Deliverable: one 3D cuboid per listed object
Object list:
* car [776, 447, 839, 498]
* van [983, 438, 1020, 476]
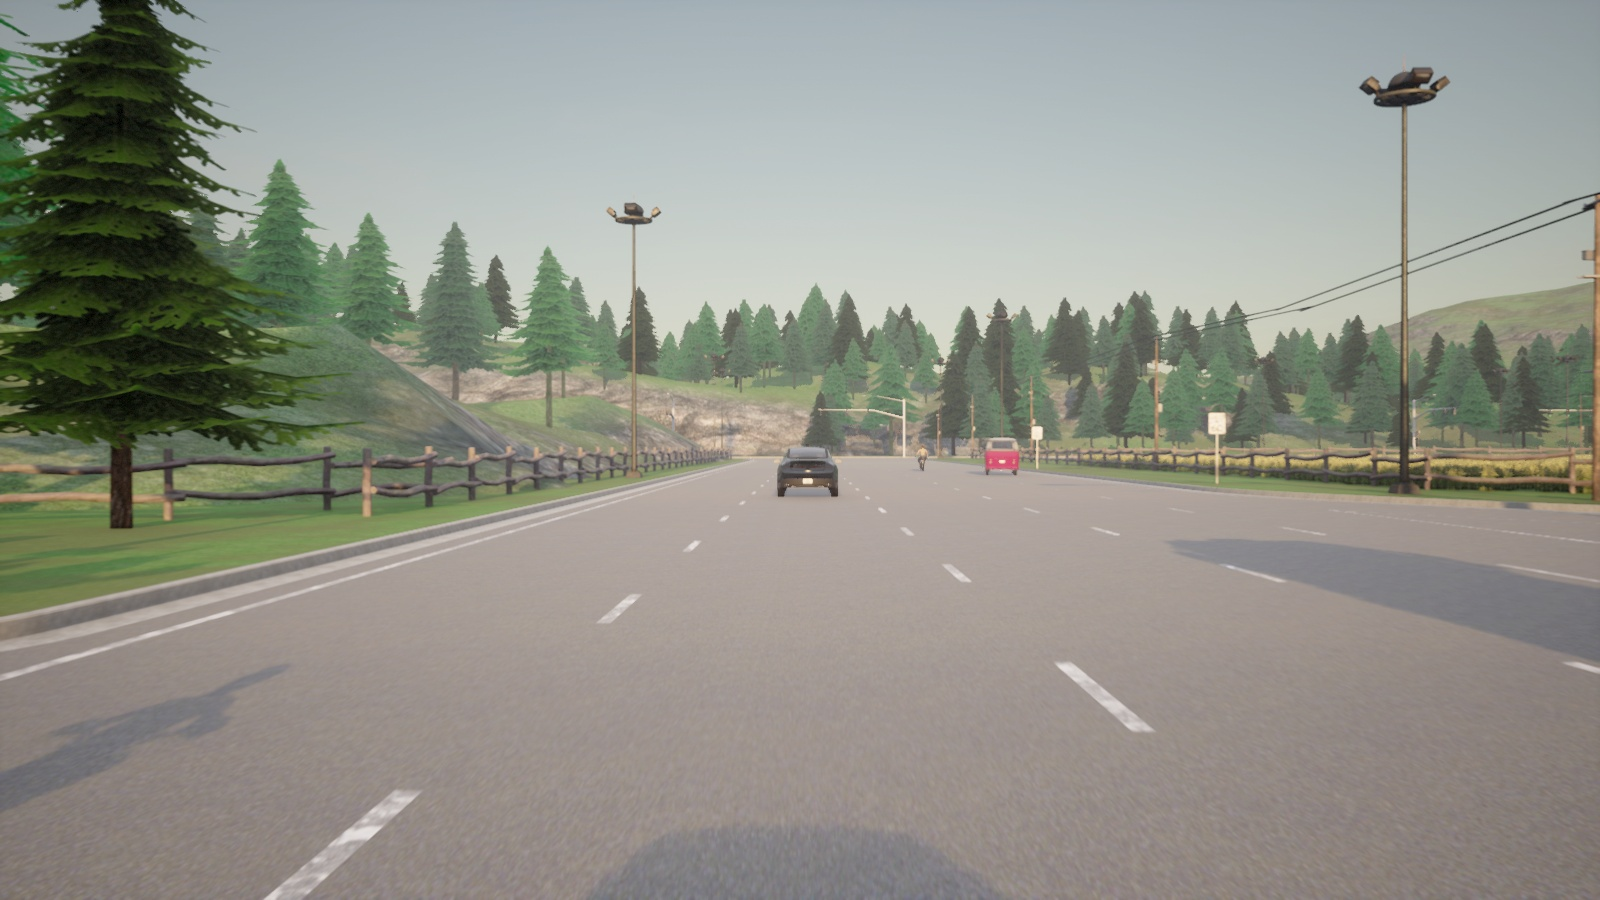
[{"bbox_3d":[0.239,0.668,39.192,1.837,1.490,4.892,0,0,0],"label":"car"},{"bbox_3d":[10.789,0.363,67.476,1.775,1.987,4.442,1,0,7],"label":"van"}]
